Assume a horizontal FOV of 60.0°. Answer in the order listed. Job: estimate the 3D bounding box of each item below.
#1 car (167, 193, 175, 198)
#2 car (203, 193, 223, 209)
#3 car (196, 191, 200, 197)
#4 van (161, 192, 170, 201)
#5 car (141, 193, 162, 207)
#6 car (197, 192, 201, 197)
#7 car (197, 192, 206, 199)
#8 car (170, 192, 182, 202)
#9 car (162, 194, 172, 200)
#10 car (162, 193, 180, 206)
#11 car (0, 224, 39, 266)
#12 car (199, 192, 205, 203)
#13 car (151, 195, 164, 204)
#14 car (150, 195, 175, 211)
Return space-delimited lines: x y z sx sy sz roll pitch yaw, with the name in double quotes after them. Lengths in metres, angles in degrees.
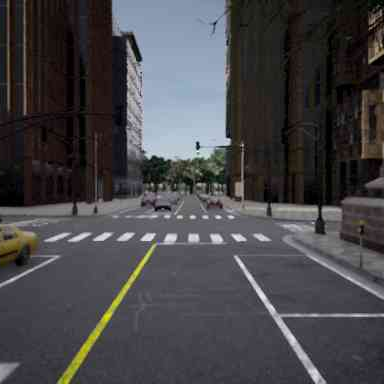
-5.957 1.056 95.273 1.947 1.339 4.313 0 0 0 "car"
2.681 1.205 40.915 1.967 1.590 4.097 0 0 0 "car"
2.591 1.059 84.585 1.752 1.417 4.829 0 0 0 "car"
-5.912 0.942 73.522 1.690 1.788 3.998 0 0 0 "van"
-5.856 1.061 46.334 2.192 1.841 5.009 0 0 0 "car"
2.625 1.164 68.103 1.887 1.381 4.507 0 0 0 "car"
2.579 0.822 89.852 2.192 1.841 5.009 0 0 0 "car"
-3.133 1.138 66.048 1.837 1.490 4.892 0 0 0 "car"
-5.923 1.124 78.961 2.008 1.369 4.403 0 0 0 "car"
-3.153 1.230 49.737 1.837 1.490 4.892 0 0 0 "car"
-5.778 1.481 8.758 1.752 1.417 4.829 0 0 0 "car"
2.647 1.228 57.228 2.008 1.369 4.403 0 0 0 "car"
-5.878 1.269 57.211 1.802 1.307 4.206 0 0 0 "car"
-3.184 1.341 37.077 2.033 1.411 5.357 0 0 -4 "car"
